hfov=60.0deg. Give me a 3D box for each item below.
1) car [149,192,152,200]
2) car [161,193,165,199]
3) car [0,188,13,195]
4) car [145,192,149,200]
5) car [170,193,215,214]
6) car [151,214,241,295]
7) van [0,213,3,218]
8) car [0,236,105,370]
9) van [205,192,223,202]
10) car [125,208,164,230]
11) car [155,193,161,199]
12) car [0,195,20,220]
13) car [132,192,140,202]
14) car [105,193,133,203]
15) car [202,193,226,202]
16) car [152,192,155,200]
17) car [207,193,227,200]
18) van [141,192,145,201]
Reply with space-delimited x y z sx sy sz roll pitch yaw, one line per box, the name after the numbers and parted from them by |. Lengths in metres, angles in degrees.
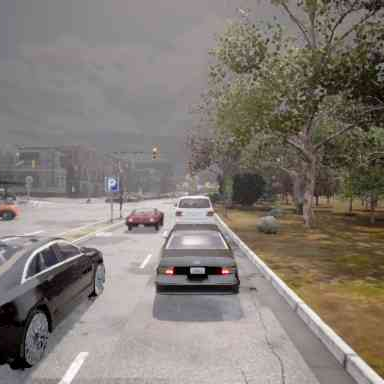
-12.689 1.360 79.797 4.674 1.452 2.002 -1 0 -13 | car
-11.059 1.066 91.788 5.566 2.045 2.435 -1 0 -12 | car
-31.199 0.138 55.703 2.002 1.452 4.674 6 -3 -19 | car
-13.060 1.322 76.801 4.892 1.521 2.231 -1 0 -14 | car
0.141 1.246 19.123 2.150 2.045 5.566 0 0 0 | car
0.102 1.556 8.874 2.033 1.411 5.357 0 0 0 | car
-16.617 1.298 24.060 4.442 1.987 1.878 -1 0 -19 | van
-2.901 1.496 5.681 2.128 1.511 4.902 0 0 0 | car
4.242 1.044 67.451 4.442 1.987 1.878 1 0 -14 | van
-2.841 1.629 21.087 1.895 1.301 4.718 0 0 0 | car
-11.508 1.358 88.781 4.674 1.452 2.002 -1 0 -12 | car
-16.643 1.405 27.038 4.553 1.767 2.185 -1 0 -19 | car
-13.841 1.316 67.838 5.366 1.575 1.946 -1 0 -15 | car
-14.484 1.359 64.845 4.792 1.488 2.163 -1 0 -15 | car
4.624 1.142 70.421 4.553 1.767 2.185 1 0 -14 | car
-12.319 1.360 82.799 4.674 1.452 2.002 -1 0 -13 | car
6.405 1.130 85.122 4.553 1.767 2.185 1 0 -12 | car
-13.286 1.094 73.830 4.442 1.987 1.878 -1 0 -14 | van
